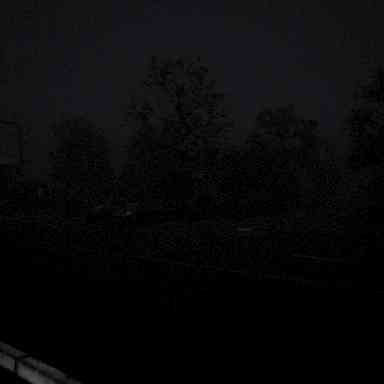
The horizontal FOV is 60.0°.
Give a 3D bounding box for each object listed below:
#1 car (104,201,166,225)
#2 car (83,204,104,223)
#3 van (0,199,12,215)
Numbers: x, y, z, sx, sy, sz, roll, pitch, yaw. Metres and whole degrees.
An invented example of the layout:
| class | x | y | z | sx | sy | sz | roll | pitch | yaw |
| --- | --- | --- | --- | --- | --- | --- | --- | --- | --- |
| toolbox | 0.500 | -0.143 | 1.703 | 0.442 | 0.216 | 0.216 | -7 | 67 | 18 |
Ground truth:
| class | x | y | z | sx | sy | sz | roll | pitch | yaw |
| --- | --- | --- | --- | --- | --- | --- | --- | --- | --- |
| car | -4.039 | 1.505 | 25.488 | 2.185 | 1.767 | 4.553 | -1 | 0 | 35 |
| car | -6.659 | 1.705 | 27.269 | 2.002 | 1.452 | 4.674 | -1 | 0 | 35 |
| van | -23.739 | 1.793 | 39.137 | 1.878 | 1.987 | 4.442 | -2 | -1 | 35 |
